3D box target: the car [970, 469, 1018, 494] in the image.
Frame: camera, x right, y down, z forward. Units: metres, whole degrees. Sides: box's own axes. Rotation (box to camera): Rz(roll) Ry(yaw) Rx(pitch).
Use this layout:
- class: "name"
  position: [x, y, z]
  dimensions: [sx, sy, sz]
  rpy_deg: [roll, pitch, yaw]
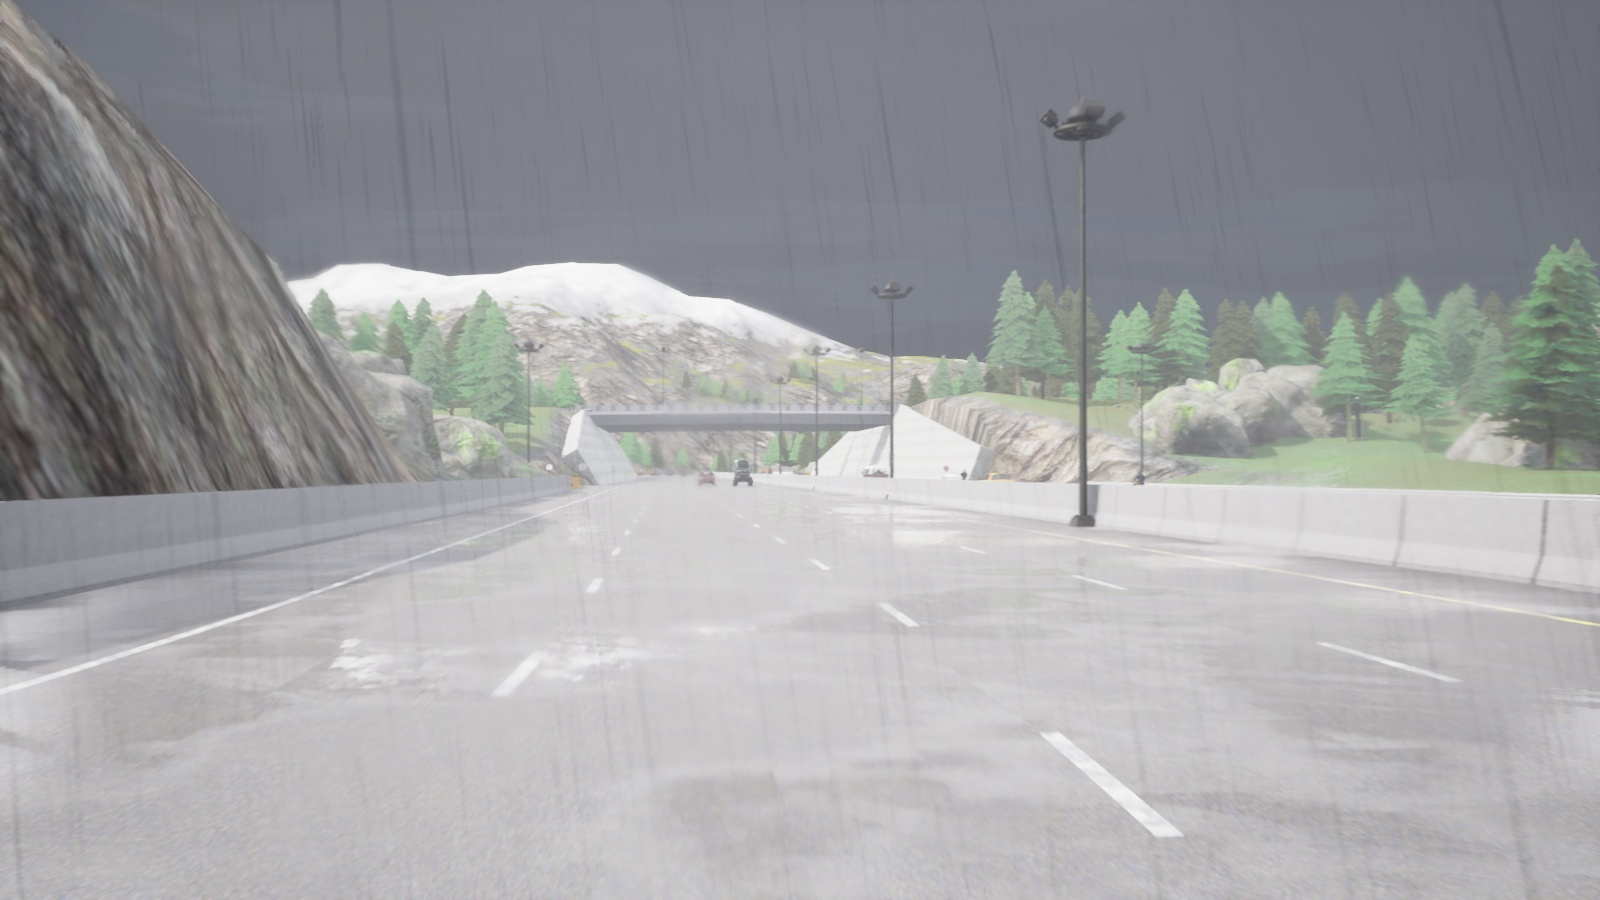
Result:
- class: "car"
  position: [12.910, 2.072, 83.756]
  dimensions: [1.801, 1.575, 5.366]
  rpy_deg: [0, -1, -6]
